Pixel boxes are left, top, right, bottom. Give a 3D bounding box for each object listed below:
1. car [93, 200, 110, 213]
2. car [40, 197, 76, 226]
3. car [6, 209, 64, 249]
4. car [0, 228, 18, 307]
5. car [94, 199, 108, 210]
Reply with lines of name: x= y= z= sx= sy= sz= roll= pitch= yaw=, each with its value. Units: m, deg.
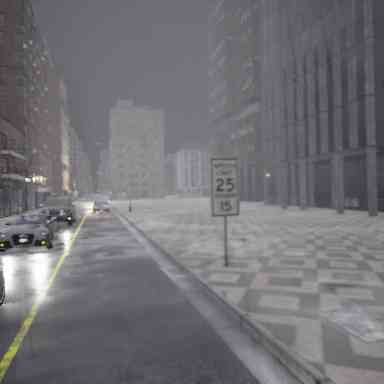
car: x=-10.849 y=1.793 z=39.821 sx=1.895 sy=1.301 sz=4.718 roll=-2 pitch=0 yaw=-16
car: x=-10.031 y=1.424 z=25.172 sx=2.150 sy=2.045 sz=5.566 roll=-2 pitch=0 yaw=-16
car: x=-7.123 y=1.714 z=14.878 sx=1.994 sy=1.385 sz=4.181 roll=-2 pitch=0 yaw=-16
car: x=-4.392 y=1.627 z=5.294 sx=1.812 sy=1.442 sz=4.674 roll=-2 pitch=0 yaw=-16
car: x=-13.685 y=1.844 z=49.840 sx=1.895 sy=1.301 sz=4.718 roll=-2 pitch=0 yaw=-15
